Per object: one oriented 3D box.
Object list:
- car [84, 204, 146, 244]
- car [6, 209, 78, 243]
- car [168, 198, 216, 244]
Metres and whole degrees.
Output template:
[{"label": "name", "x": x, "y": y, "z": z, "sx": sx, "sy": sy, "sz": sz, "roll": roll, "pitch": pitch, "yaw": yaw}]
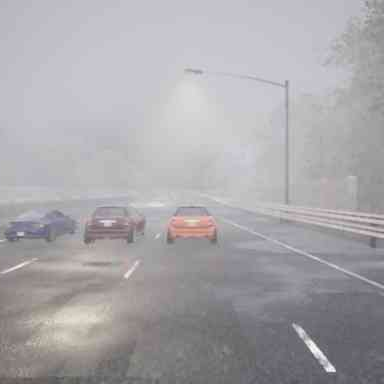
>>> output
[{"label": "car", "x": -3.496, "y": 1.359, "z": 15.935, "sx": 2.097, "sy": 1.767, "sz": 4.553, "roll": 0, "pitch": 0, "yaw": 0}, {"label": "car", "x": -6.997, "y": 1.534, "z": 15.886, "sx": 1.812, "sy": 1.442, "sz": 4.674, "roll": 0, "pitch": 0, "yaw": 0}, {"label": "car", "x": 0.005, "y": 1.359, "z": 16.095, "sx": 2.097, "sy": 1.767, "sz": 4.553, "roll": 0, "pitch": 0, "yaw": 0}]
